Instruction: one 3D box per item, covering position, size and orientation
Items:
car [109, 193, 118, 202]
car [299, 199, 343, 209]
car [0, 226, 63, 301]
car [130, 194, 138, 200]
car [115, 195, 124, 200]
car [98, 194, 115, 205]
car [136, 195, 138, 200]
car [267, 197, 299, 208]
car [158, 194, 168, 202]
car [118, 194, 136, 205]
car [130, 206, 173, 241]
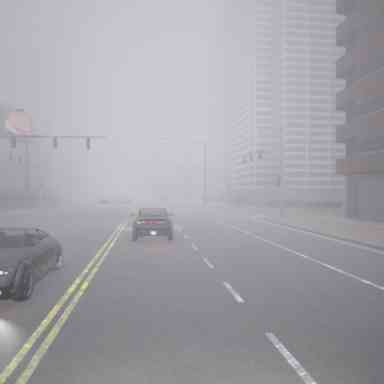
[{"bbox_3d":[-16.492,1.399,70.625,1.812,1.442,4.674,0,0,-8],"label":"car"},{"bbox_3d":[16.726,1.530,42.853,4.718,1.301,1.895,0,0,-8],"label":"car"},{"bbox_3d":[-4.544,1.551,8.016,1.994,1.385,4.181,0,0,-8],"label":"car"},{"bbox_3d":[-15.207,1.362,87.169,1.812,1.442,4.674,0,0,-8],"label":"car"},{"bbox_3d":[-18.517,1.439,85.533,1.895,1.301,4.718,0,0,-8],"label":"car"},{"bbox_3d":[-14.600,1.464,56.117,1.994,1.385,4.181,0,0,-7],"label":"car"},{"bbox_3d":[-13.193,1.397,72.341,2.128,1.511,4.902,0,0,-8],"label":"car"},{"bbox_3d":[12.784,1.401,45.832,5.008,1.535,1.882,0,0,-8],"label":"car"},{"bbox_3d":[-6.493,1.224,75.035,2.097,1.767,4.553,0,0,-8],"label":"car"},{"bbox_3d":[-11.408,1.443,58.671,2.033,1.411,5.357,0,0,-7],"label":"car"},{"bbox_3d":[-1.973,1.477,16.489,1.837,1.490,4.892,0,0,-8],"label":"car"}]
